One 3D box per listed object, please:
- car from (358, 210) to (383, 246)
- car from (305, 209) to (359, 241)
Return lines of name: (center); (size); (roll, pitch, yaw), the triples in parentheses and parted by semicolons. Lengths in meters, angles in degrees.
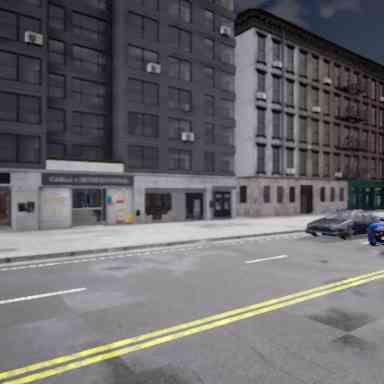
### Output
car: (9.619, 1.568, 14.539); (5.008, 1.535, 1.882); (0, 0, -35)
car: (8.284, 1.641, 17.580); (5.357, 1.411, 2.033); (0, 0, -36)
